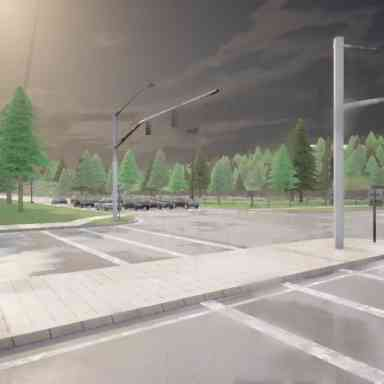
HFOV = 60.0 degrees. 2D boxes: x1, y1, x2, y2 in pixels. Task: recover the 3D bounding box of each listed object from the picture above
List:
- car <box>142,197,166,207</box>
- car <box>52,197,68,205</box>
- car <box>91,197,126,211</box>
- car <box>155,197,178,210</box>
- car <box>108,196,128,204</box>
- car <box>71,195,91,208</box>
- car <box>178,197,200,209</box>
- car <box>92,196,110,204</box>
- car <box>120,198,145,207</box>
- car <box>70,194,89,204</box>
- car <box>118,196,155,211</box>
[{"bbox_3d":[-6.009,1.564,52.702,1.994,1.385,4.181,0,0,-35],"label":"car"},{"bbox_3d":[-23.826,1.564,59.889,1.994,1.385,4.181,0,0,-35],"label":"car"},{"bbox_3d":[-10.164,1.601,40.323,1.895,1.301,4.718,0,0,-35],"label":"car"},{"bbox_3d":[-4.131,1.564,43.914,1.994,1.385,4.181,0,0,-35],"label":"car"},{"bbox_3d":[-14.449,1.548,64.842,2.033,1.411,5.357,0,0,-35],"label":"car"},{"bbox_3d":[-15.705,1.547,48.226,2.033,1.411,5.357,0,0,-35],"label":"car"},{"bbox_3d":[-0.919,1.505,45.428,1.837,1.490,4.892,0,0,-35],"label":"car"},{"bbox_3d":[-17.260,1.564,62.727,1.994,1.385,4.181,0,0,-35],"label":"car"},{"bbox_3d":[-9.154,1.601,51.078,1.895,1.301,4.718,0,0,-35],"label":"car"},{"bbox_3d":[-21.025,1.352,62.004,2.097,1.767,4.553,0,0,-35],"label":"car"},{"bbox_3d":[-7.120,1.547,42.077,2.033,1.411,5.357,0,0,-35],"label":"car"}]
